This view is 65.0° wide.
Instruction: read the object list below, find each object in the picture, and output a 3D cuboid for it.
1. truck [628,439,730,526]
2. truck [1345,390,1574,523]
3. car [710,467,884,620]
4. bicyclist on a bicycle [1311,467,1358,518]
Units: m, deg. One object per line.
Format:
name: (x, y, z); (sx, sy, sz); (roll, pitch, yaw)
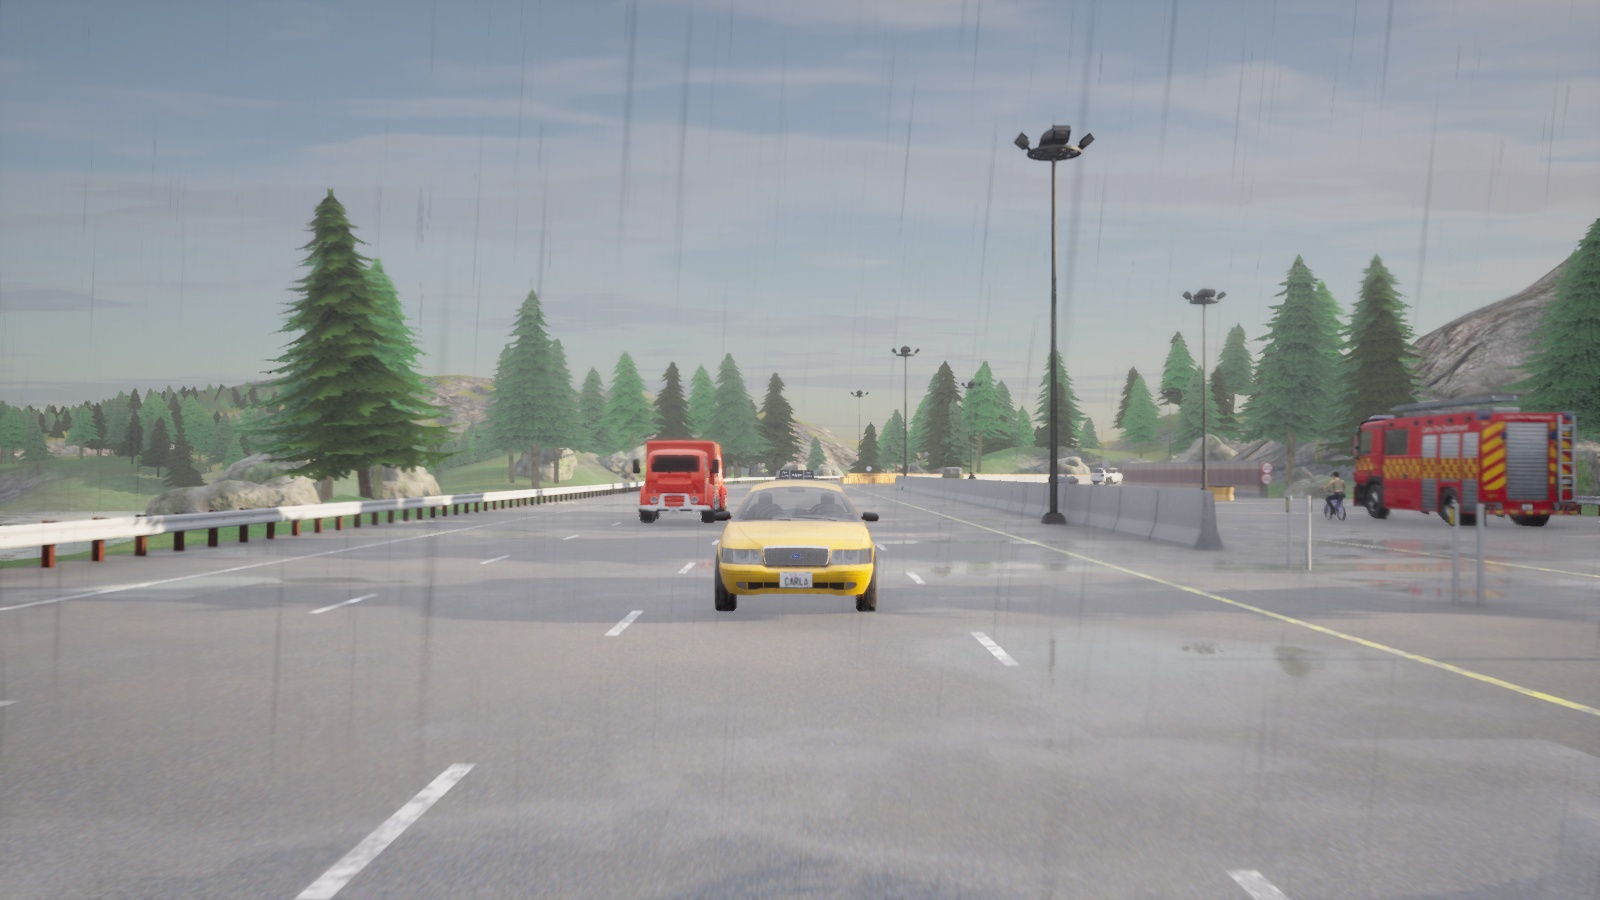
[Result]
truck: (-3.592, 0.988, 38.378); (2.627, 2.467, 5.204); (0, -1, 0)
truck: (20.900, 0.245, 40.535); (2.891, 3.827, 8.468); (0, -1, 0)
car: (-0.036, 1.017, 15.704); (1.801, 1.575, 5.366); (0, -1, 0)
bicyclist on a bicycle: (17.409, 1.367, 40.940); (0.866, 1.612, 1.509); (0, -1, 0)
